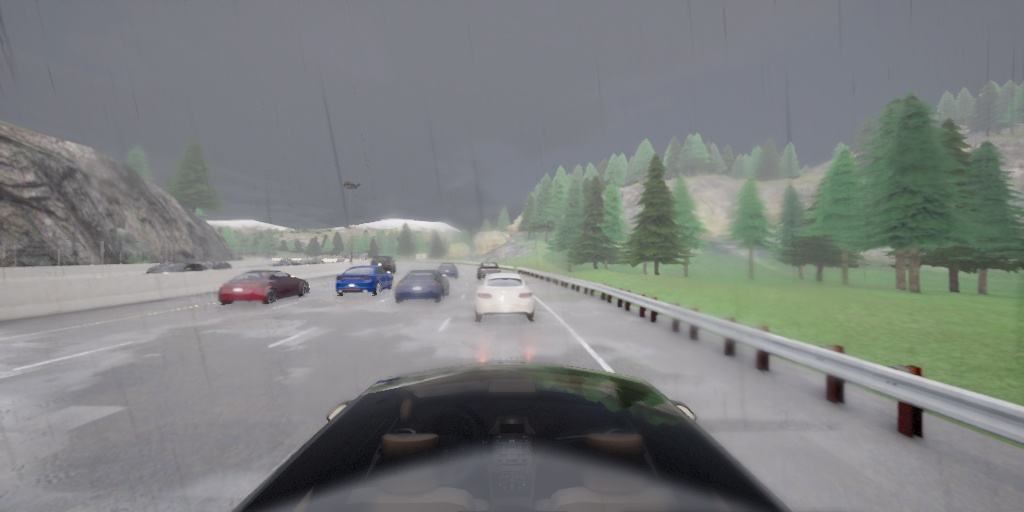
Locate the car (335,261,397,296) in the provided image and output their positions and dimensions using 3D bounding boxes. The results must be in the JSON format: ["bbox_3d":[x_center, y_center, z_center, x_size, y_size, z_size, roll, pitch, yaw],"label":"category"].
[{"bbox_3d":[-7.810,1.245,19.453,1.882,1.535,5.008,0,0,-5],"label":"car"}]

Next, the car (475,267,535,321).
[{"bbox_3d":[-0.287,1.277,12.342,1.812,1.442,4.674,0,0,-3],"label":"car"}]

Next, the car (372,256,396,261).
[{"bbox_3d":[-14.170,1.003,39.615,2.150,2.045,5.566,0,0,-11],"label":"car"}]

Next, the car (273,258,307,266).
[{"bbox_3d":[-25.136,1.294,39.924,2.128,1.511,4.902,0,0,-11],"label":"car"}]

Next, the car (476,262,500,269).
[{"bbox_3d":[-1.975,1.248,30.028,2.128,1.511,4.902,0,0,-7],"label":"car"}]

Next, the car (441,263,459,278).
[{"bbox_3d":[-6.133,1.329,34.180,1.994,1.385,4.181,0,0,-9],"label":"car"}]

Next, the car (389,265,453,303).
[{"bbox_3d":[-4.095,1.323,16.881,1.994,1.385,4.181,0,0,-4],"label":"car"}]

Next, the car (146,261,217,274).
[{"bbox_3d":[-26.763,1.311,29.039,1.837,1.490,4.892,0,0,-9],"label":"car"}]

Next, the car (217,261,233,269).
[{"bbox_3d":[-31.950,1.307,38.342,2.128,1.511,4.902,0,0,-12],"label":"car"}]

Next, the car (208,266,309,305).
[{"bbox_3d":[-11.070,1.337,16.319,1.994,1.385,4.181,0,0,-4],"label":"car"}]
